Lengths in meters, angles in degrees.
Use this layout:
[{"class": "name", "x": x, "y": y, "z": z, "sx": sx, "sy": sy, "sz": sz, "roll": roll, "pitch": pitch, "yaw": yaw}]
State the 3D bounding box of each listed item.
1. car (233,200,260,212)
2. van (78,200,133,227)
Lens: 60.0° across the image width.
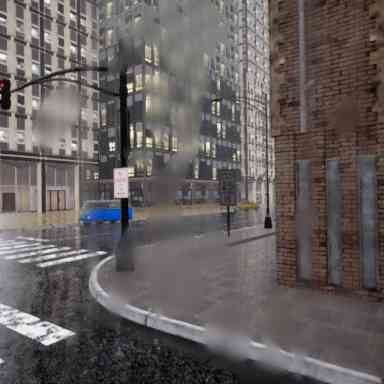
[{"class": "car", "x": 6.805, "y": 1.688, "z": 41.409, "sx": 1.752, "sy": 1.417, "sz": 4.829, "roll": -2, "pitch": -1, "yaw": 36}, {"class": "van", "x": -6.030, "y": 1.460, "z": 23.500, "sx": 1.690, "sy": 1.788, "sz": 3.998, "roll": -2, "pitch": -1, "yaw": 36}]
